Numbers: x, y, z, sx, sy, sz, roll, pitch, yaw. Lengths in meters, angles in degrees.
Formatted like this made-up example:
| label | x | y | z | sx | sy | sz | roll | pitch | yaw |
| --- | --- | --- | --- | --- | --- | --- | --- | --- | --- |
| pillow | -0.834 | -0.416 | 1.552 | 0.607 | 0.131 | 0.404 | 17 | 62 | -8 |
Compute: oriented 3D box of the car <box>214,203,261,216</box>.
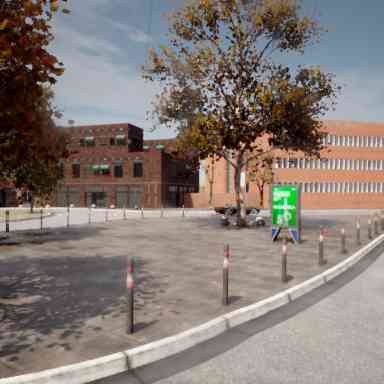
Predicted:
| label | x | y | z | sx | sy | sz | roll | pitch | yaw |
| --- | --- | --- | --- | --- | --- | --- | --- | --- | --- |
| car | 4.781 | 1.832 | 35.074 | 4.718 | 1.301 | 1.895 | 0 | 0 | -14 |
